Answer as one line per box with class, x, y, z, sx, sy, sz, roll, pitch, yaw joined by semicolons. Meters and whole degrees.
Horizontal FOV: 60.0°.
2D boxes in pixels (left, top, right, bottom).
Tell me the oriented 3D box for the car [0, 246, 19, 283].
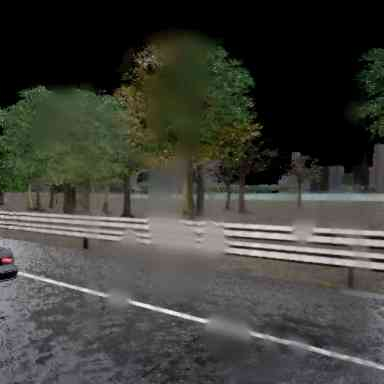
car;-6.575;1.647;8.612;5.357;1.411;2.033;-1;0;36
